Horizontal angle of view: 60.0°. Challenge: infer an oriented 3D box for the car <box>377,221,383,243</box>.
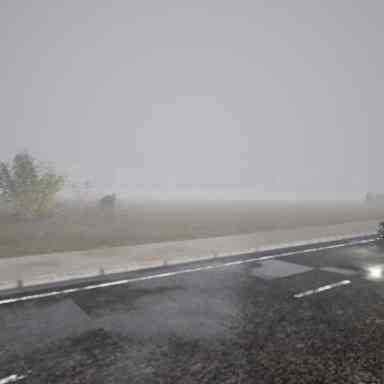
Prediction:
[{"bbox_3d":[10.293,1.475,14.997,5.008,1.535,1.882,0,0,-35],"label":"car"}]
